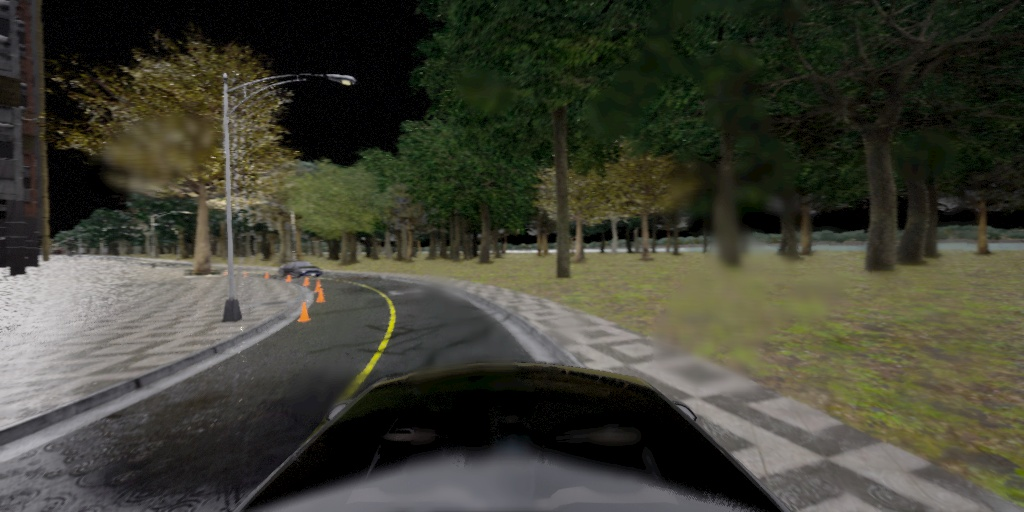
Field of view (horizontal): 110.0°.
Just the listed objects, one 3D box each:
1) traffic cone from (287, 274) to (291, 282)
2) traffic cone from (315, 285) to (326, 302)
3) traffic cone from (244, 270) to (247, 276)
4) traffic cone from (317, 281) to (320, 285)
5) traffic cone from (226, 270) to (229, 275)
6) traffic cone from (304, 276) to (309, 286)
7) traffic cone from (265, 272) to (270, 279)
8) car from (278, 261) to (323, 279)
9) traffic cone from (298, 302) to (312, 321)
[{"bbox_3d":[-16.710,1.603,26.887,0.340,0.580,0.340,0,0,42],"label":"traffic cone"},{"bbox_3d":[-8.388,1.706,15.759,0.340,0.580,0.340,0,0,-26],"label":"traffic cone"},{"bbox_3d":[-24.409,1.583,32.811,0.340,0.580,0.340,0,0,36],"label":"traffic cone"},{"bbox_3d":[-10.685,1.658,19.808,0.340,0.580,0.340,0,0,-33],"label":"traffic cone"},{"bbox_3d":[-28.434,1.571,35.779,0.340,0.580,0.340,0,0,36],"label":"traffic cone"},{"bbox_3d":[-13.473,1.624,23.538,0.340,0.580,0.340,0,0,-40],"label":"traffic cone"},{"bbox_3d":[-20.385,1.592,29.843,0.340,0.580,0.340,0,0,36],"label":"traffic cone"},{"bbox_3d":[-18.380,1.144,31.006,5.357,1.411,2.033,0,1,38],"label":"car"},{"bbox_3d":[-6.620,1.757,11.452,0.340,0.580,0.340,0,0,-19],"label":"traffic cone"}]
